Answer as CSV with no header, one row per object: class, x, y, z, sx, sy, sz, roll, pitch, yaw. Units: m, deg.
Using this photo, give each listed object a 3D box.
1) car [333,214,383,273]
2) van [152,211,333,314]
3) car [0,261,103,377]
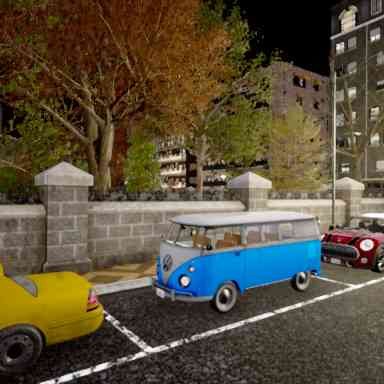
car,5.705,1.441,10.604,4.097,1.590,1.967,0,1,-35
van,1.132,1.342,7.347,3.998,1.788,1.690,0,1,-35
car,-3.581,1.525,3.995,4.829,1.417,1.752,0,1,-35
